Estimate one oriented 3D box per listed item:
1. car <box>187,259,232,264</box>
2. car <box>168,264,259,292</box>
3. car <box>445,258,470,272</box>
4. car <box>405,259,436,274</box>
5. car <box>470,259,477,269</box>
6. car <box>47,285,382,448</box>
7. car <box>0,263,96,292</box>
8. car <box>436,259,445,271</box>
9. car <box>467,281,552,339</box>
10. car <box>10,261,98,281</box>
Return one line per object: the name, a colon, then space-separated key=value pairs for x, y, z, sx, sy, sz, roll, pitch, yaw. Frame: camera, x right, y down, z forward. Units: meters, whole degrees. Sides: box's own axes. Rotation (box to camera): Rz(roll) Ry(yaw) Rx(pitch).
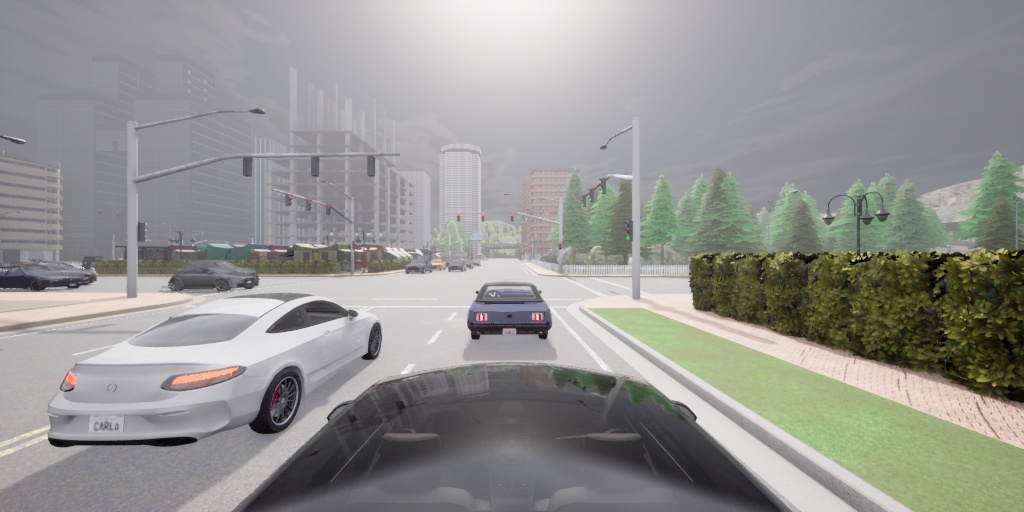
car: x=-19.893 y=1.102 z=24.320 sx=4.553 sy=1.767 sz=2.097 roll=0 pitch=0 yaw=-1
car: x=-17.073 y=1.314 z=20.620 sx=4.181 sy=1.385 sz=1.994 roll=0 pitch=0 yaw=2
car: x=-7.090 y=1.255 z=46.914 sx=1.837 sy=1.490 sz=4.892 roll=0 pitch=0 yaw=0
car: x=-10.727 y=1.102 z=41.572 sx=2.097 sy=1.767 sz=4.553 roll=0 pitch=0 yaw=3
car: x=-7.070 y=1.255 z=56.024 sx=1.837 sy=1.490 sz=4.892 roll=0 pitch=0 yaw=0
car: x=-3.507 y=1.276 z=5.376 sx=1.812 sy=1.442 sz=4.674 roll=0 pitch=0 yaw=-1
car: x=-28.195 y=1.297 z=20.914 sx=5.357 sy=1.411 sz=2.033 roll=0 pitch=0 yaw=2
car: x=-10.582 y=1.228 z=50.536 sx=1.882 sy=1.535 sz=5.008 roll=0 pitch=0 yaw=0
car: x=-0.092 y=1.351 z=9.984 sx=1.895 sy=1.301 sz=4.718 roll=0 pitch=0 yaw=-1
car: x=-31.402 y=1.255 z=24.499 sx=4.892 sy=1.490 sz=1.837 roll=0 pitch=0 yaw=2
